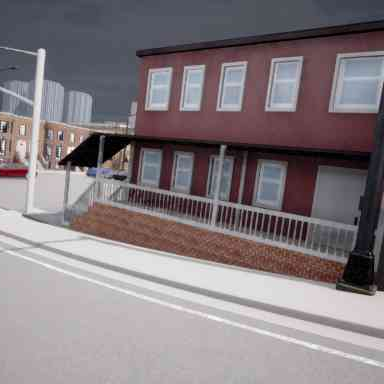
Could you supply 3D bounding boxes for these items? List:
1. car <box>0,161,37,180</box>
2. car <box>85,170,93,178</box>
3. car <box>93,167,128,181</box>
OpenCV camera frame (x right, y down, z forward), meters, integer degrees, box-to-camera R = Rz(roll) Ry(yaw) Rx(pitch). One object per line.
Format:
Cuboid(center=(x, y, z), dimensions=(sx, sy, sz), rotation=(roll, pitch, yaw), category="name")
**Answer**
Cuboid(center=(-17.392, -2.065, 31.672), dimensions=(1.882, 1.535, 5.008), rotation=(10, 6, 35), category="car")
Cuboid(center=(-12.013, -2.575, 45.049), dimensions=(1.882, 1.535, 5.008), rotation=(10, 6, 35), category="car")
Cuboid(center=(-9.612, -2.045, 42.465), dimensions=(2.128, 1.511, 4.902), rotation=(10, 6, 35), category="car")
